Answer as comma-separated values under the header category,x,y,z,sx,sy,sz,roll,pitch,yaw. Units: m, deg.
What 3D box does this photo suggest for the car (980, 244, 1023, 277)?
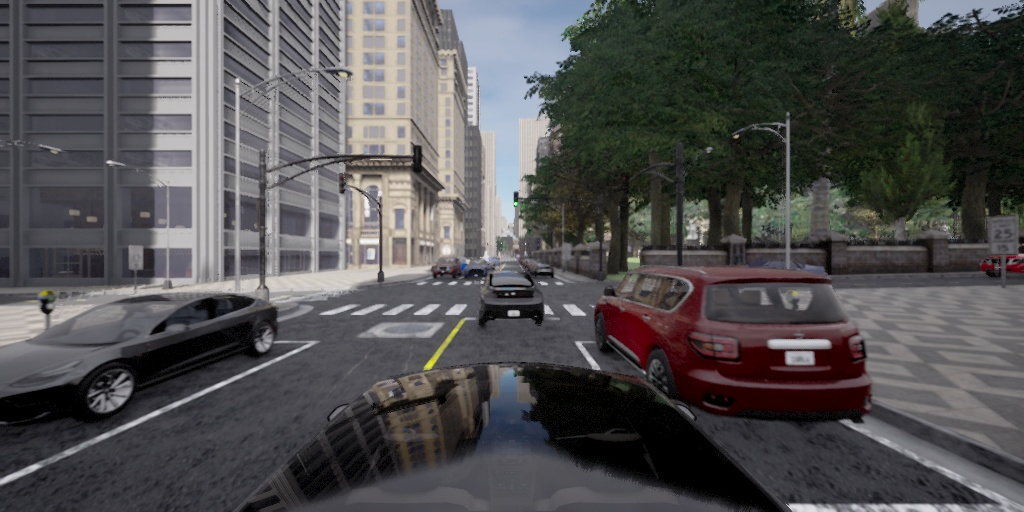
category,x,y,z,sx,sy,sz,roll,pitch,yaw
car,30.945,0.216,20.789,5.566,2.045,2.150,-2,0,0

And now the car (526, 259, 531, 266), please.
category,x,y,z,sx,sy,sz,roll,pitch,yaw
car,2.763,1.228,37.811,1.802,1.307,4.207,0,0,0

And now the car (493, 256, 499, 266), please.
category,x,y,z,sx,sy,sz,roll,pitch,yaw
car,-3.093,1.105,45.739,2.128,1.511,4.902,0,1,0

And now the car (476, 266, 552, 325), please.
category,x,y,z,sx,sy,sz,roll,pitch,yaw
car,-0.169,1.231,11.691,1.837,1.490,4.892,0,0,-5

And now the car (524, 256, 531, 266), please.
category,x,y,z,sx,sy,sz,roll,pitch,yaw
car,2.763,1.067,43.231,1.967,1.591,4.097,0,0,0

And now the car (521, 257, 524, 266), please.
category,x,y,z,sx,sy,sz,roll,pitch,yaw
car,2.763,1.169,54.072,1.802,1.307,4.207,0,0,0

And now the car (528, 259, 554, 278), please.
category,x,y,z,sx,sy,sz,roll,pitch,yaw
car,2.763,1.229,32.391,1.948,1.339,4.313,0,0,0

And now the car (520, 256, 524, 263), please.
category,x,y,z,sx,sy,sz,roll,pitch,yaw
car,2.763,1.110,59.493,1.888,1.381,4.507,0,0,0

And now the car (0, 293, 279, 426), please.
category,x,y,z,sx,sy,sz,roll,pitch,yaw
car,-5.763,1.307,5.850,1.948,1.339,4.313,0,0,0

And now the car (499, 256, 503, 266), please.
category,x,y,z,sx,sy,sz,roll,pitch,yaw
car,-3.040,1.117,61.923,1.994,1.385,4.181,0,0,1

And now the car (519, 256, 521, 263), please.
category,x,y,z,sx,sy,sz,roll,pitch,yaw
car,2.763,1.108,64.913,1.948,1.339,4.313,0,0,0

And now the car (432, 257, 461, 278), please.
category,x,y,z,sx,sy,sz,roll,pitch,yaw
car,-5.762,0.978,32.410,2.192,1.841,5.009,0,0,0

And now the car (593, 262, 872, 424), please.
category,x,y,z,sx,sy,sz,roll,pitch,yaw
car,2.762,1.055,5.832,2.192,1.841,5.009,0,0,0

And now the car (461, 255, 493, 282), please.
category,x,y,z,sx,sy,sz,roll,pitch,yaw
car,-3.052,1.019,31.875,2.097,1.767,4.553,0,0,-2

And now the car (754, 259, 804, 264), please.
category,x,y,z,sx,sy,sz,roll,pitch,yaw
car,15.092,0.893,20.868,5.357,1.411,2.033,-1,0,0
